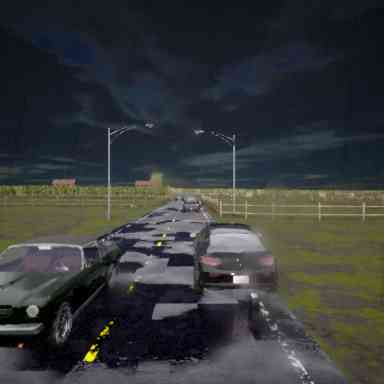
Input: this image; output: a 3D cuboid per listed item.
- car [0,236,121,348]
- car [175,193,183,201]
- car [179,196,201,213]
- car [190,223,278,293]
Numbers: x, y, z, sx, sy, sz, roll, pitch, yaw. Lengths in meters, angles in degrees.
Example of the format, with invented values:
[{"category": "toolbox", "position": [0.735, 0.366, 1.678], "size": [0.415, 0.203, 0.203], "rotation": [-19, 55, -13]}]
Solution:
[{"category": "car", "position": [-2.766, 1.601, 6.387], "size": [1.895, 1.301, 4.718], "rotation": [0, 0, 0]}, {"category": "car", "position": [-2.983, 1.194, 80.115], "size": [2.150, 2.045, 5.566], "rotation": [0, 0, 0]}, {"category": "car", "position": [-0.034, 1.487, 36.560], "size": [2.128, 1.511, 4.902], "rotation": [0, 0, 0]}, {"category": "car", "position": [0.939, 1.526, 8.722], "size": [1.812, 1.442, 4.674], "rotation": [0, 0, 0]}]
